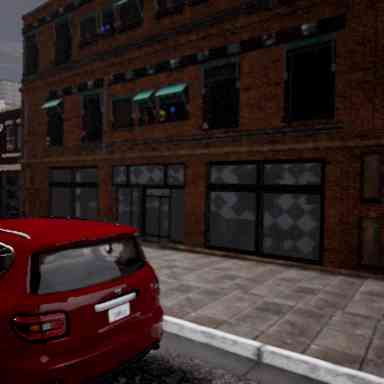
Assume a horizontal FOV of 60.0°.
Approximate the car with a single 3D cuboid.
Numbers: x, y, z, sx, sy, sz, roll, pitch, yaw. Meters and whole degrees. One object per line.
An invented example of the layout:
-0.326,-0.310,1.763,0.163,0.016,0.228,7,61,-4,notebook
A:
-2.681,1.289,4.764,5.009,1.841,2.192,0,1,36,car
